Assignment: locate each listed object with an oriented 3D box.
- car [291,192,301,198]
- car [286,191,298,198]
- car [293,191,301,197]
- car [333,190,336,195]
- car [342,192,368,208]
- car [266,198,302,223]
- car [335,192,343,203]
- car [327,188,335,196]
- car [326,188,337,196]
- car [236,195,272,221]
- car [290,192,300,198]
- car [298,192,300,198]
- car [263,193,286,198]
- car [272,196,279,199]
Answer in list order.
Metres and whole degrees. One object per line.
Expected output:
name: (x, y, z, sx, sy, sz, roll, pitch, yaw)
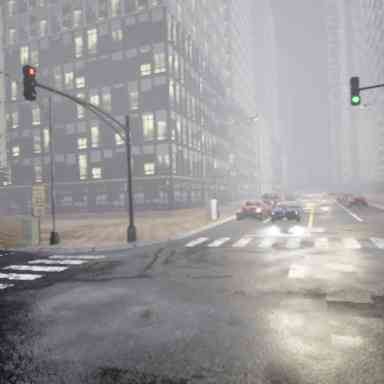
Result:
car: (25.995, 0.624, 83.079, 1.947, 1.339, 4.313, -2, 0, 20)
car: (18.242, 0.897, 62.171, 1.887, 1.381, 4.507, -2, 0, 20)
car: (27.932, 0.530, 88.306, 1.887, 1.381, 4.507, -2, 0, 20)
car: (22.237, 0.680, 48.867, 1.947, 1.339, 4.313, -2, 0, 20)
car: (16.420, 0.917, 33.180, 1.802, 1.307, 4.206, -2, 0, 20)
car: (6.608, 1.368, 23.101, 1.895, 1.301, 4.718, -3, 0, 20)
car: (20.357, 0.711, 43.798, 1.752, 1.417, 4.829, -2, 0, 20)
car: (33.870, 0.217, 80.240, 1.887, 1.381, 4.507, -2, 0, 20)
car: (35.802, -0.085, 85.468, 2.192, 1.841, 5.009, -2, 0, 20)
car: (4.672, 1.308, 25.583, 1.967, 1.590, 4.097, -2, 0, 20)
car: (24.056, 0.682, 77.852, 2.008, 1.369, 4.403, -2, 0, 20)
car: (20.180, 0.829, 67.398, 2.008, 1.369, 4.403, -2, 0, 20)
car: (8.544, 1.035, 36.036, 2.192, 1.841, 5.009, -2, 0, 20)
car: (6.613, 1.376, 30.810, 1.802, 1.307, 4.206, -2, 0, 20)
